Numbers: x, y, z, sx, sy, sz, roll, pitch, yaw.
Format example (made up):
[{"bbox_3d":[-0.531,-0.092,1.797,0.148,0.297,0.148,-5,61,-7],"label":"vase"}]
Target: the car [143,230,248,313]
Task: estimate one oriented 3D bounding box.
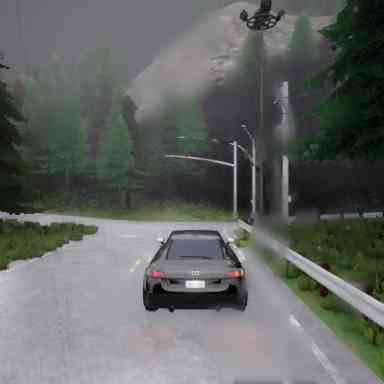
[{"bbox_3d":[0.078,1.564,7.757,1.994,1.385,4.181,0,0,1],"label":"car"}]
